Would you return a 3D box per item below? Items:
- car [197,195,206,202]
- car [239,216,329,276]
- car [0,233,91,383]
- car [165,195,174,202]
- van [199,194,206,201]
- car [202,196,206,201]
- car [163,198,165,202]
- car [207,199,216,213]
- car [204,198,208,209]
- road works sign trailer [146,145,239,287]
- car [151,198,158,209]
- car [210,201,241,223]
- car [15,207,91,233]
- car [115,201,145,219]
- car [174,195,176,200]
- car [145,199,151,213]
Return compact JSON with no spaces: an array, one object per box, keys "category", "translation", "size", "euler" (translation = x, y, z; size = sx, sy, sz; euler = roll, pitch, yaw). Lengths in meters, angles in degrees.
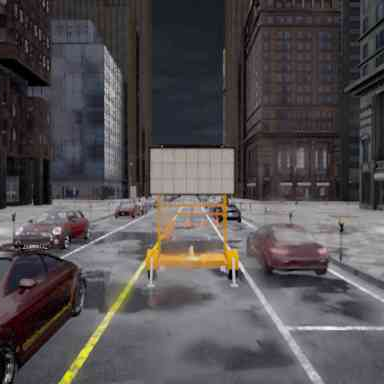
[{"category":"car","translation":[2.703,1.620,78.960],"size":[1.752,1.417,4.829],"euler":[-1,0,0]},{"category":"car","translation":[2.746,1.607,10.188],"size":[1.802,1.307,4.206],"euler":[-1,0,0]},{"category":"car","translation":[-3.004,1.576,4.720],"size":[1.994,1.385,4.181],"euler":[0,0,0]},{"category":"car","translation":[-5.821,1.677,78.776],"size":[1.802,1.307,4.206],"euler":[-1,0,0]},{"category":"van","translation":[2.698,1.432,84.470],"size":[1.690,1.788,3.998],"euler":[-1,0,0]},{"category":"car","translation":[2.723,1.616,46.777],"size":[1.752,1.417,4.829],"euler":[-1,0,0]},{"category":"car","translation":[-5.805,1.660,51.806],"size":[1.947,1.339,4.313],"euler":[-1,0,0]},{"category":"car","translation":[2.733,1.635,30.999],"size":[1.947,1.339,4.313],"euler":[-1,0,0]},{"category":"car","translation":[2.729,1.629,36.201],"size":[2.008,1.369,4.403],"euler":[-1,0,0]},{"category":"road works sign trailer","translation":[0.004,0.488,9.373],"size":[2.380,3.560,2.880],"euler":[0,0,-1]},{"category":"car","translation":[-5.802,1.641,46.427],"size":[2.008,1.369,4.403],"euler":[-1,0,0]},{"category":"car","translation":[2.736,1.626,25.795],"size":[1.947,1.339,4.313],"euler":[-1,0,0]},{"category":"car","translation":[-5.784,1.475,14.159],"size":[1.967,1.590,4.097],"euler":[-1,0,0]},{"category":"car","translation":[-5.793,1.614,30.294],"size":[1.887,1.381,4.507],"euler":[-1,0,0]},{"category":"car","translation":[-5.828,1.406,84.456],"size":[2.192,1.841,5.009],"euler":[-1,0,0]},{"category":"car","translation":[-5.795,1.660,35.671],"size":[1.802,1.307,4.206],"euler":[-1,0,0]}]
